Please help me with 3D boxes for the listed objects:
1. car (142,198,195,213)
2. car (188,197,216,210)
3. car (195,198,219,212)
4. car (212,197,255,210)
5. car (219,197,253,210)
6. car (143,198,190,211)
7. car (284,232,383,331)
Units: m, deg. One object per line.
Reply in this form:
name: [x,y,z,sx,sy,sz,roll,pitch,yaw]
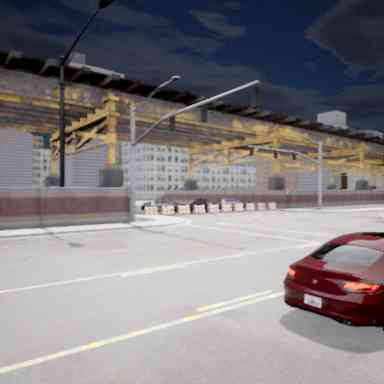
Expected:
car: [-2.550,1.424,34.624,4.974,1.542,2.038,0,0,8]
car: [1.198,1.258,37.376,1.853,1.218,4.536,0,0,18]
car: [1.183,1.416,37.326,2.038,1.542,4.974,0,0,18]
car: [5.075,1.407,41.104,4.974,1.542,2.038,0,0,-7]
car: [5.023,1.250,41.097,4.536,1.218,1.853,0,0,-7]
car: [-2.601,1.266,34.630,4.536,1.218,1.853,0,0,8]
car: [3.744,1.515,6.479,4.674,1.442,1.812,0,0,-35]
